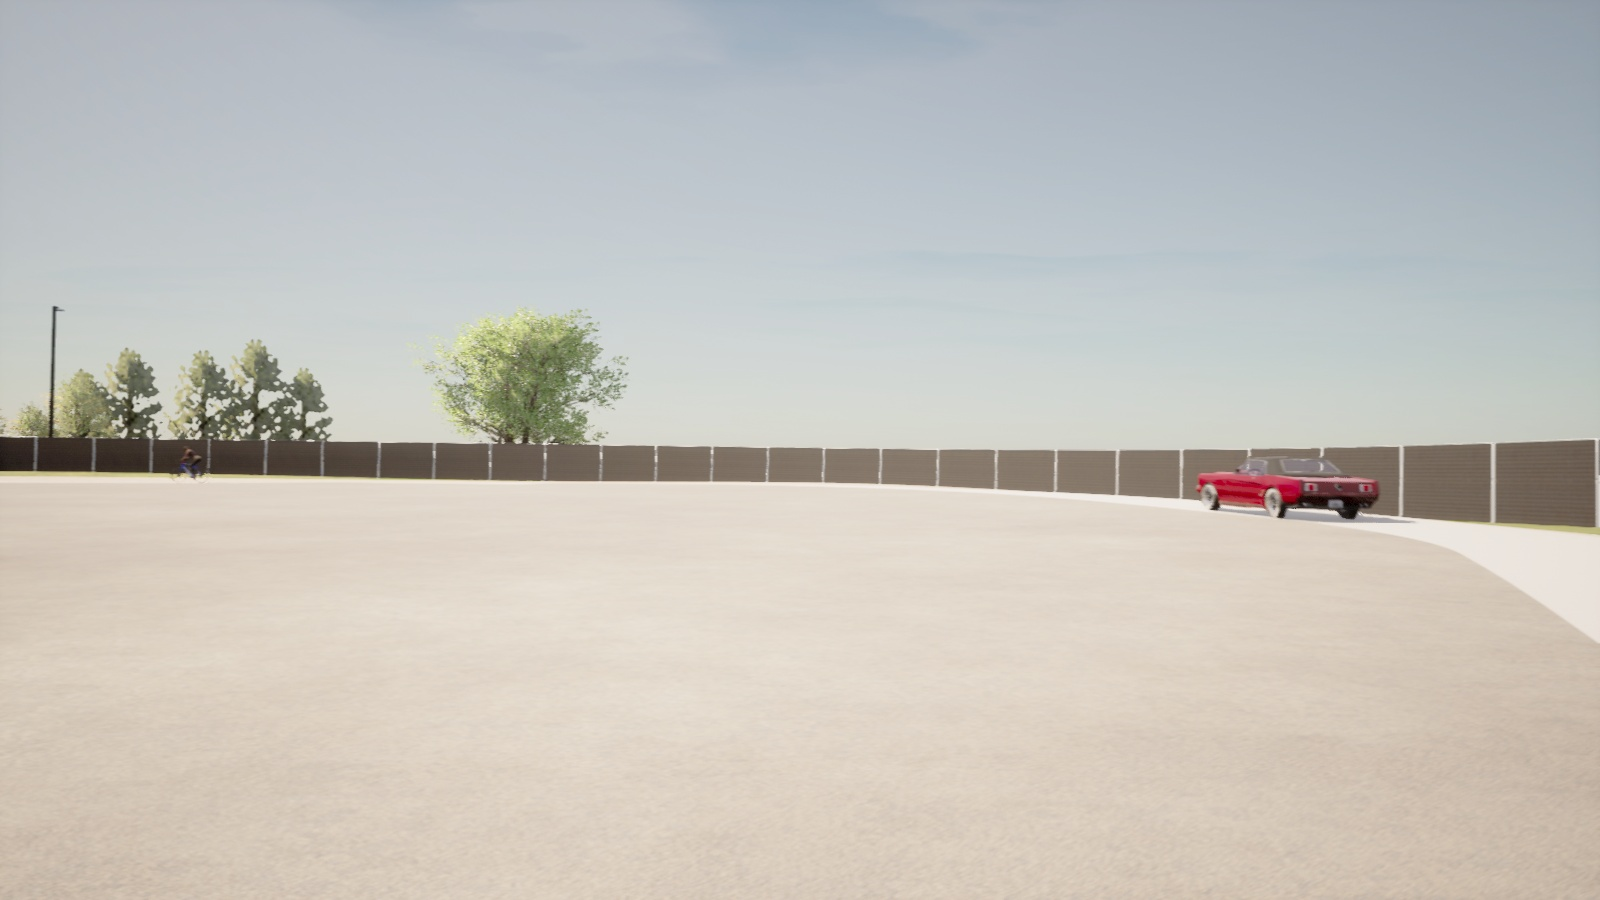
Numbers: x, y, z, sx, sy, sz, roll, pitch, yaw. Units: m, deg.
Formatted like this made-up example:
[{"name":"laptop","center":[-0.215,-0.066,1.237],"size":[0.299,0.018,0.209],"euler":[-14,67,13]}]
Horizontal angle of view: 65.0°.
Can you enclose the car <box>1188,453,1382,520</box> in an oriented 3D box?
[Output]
[{"name":"car","center":[10.554,0.755,27.762],"size":[1.895,1.301,4.718],"euler":[1,0,-8]}]

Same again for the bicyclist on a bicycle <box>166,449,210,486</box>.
[{"name":"bicyclist on a bicycle","center":[-26.751,0.773,54.876],"size":[1.656,1.620,0.582],"euler":[0,-1,0]}]
